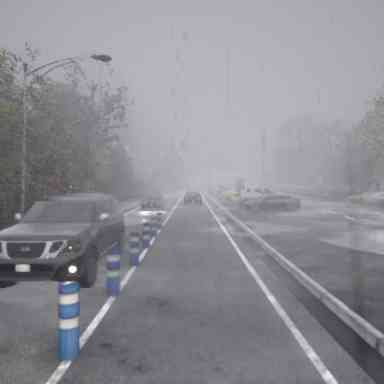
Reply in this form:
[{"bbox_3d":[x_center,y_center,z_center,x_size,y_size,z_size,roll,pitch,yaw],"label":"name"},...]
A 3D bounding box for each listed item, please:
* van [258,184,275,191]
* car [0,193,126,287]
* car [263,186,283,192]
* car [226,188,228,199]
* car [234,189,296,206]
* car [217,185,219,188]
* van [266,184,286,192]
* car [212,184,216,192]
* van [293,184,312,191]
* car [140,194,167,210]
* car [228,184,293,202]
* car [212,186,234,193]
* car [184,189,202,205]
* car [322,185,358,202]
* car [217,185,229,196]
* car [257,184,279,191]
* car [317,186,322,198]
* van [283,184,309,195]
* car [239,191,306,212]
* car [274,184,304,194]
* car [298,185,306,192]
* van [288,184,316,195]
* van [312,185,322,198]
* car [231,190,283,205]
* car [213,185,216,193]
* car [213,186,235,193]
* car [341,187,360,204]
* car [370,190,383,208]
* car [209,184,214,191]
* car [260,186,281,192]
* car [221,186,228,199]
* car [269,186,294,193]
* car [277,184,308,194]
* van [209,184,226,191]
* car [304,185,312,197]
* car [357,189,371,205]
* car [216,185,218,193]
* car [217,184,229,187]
[{"bbox_3d":[20.547,-1.248,92.068,4.442,1.987,1.878,0,2,0],"label":"van"},{"bbox_3d":[-3.348,1.091,9.346,2.150,2.045,5.566,0,1,0],"label":"car"},{"bbox_3d":[20.356,-0.757,83.643,4.674,1.452,2.002,0,2,0],"label":"car"},{"bbox_3d":[6.906,0.499,39.488,4.892,1.521,2.231,0,2,0],"label":"car"},{"bbox_3d":[6.834,0.793,31.164,5.008,1.535,2.097,0,2,0],"label":"car"},{"bbox_3d":[7.013,0.028,53.348,4.892,1.521,2.231,0,2,0],"label":"car"},{"bbox_3d":[20.452,-0.953,80.992,4.442,1.987,1.878,0,2,0],"label":"van"},{"bbox_3d":[7.132,-0.397,70.000,4.792,1.488,2.163,0,2,0],"label":"car"},{"bbox_3d":[20.013,-0.280,55.930,4.442,1.987,1.878,0,2,0],"label":"van"},{"bbox_3d":[-3.330,0.832,29.356,1.994,1.385,4.181,0,2,0],"label":"car"},{"bbox_3d":[6.881,0.443,33.929,5.566,2.045,2.435,0,2,0],"label":"car"},{"bbox_3d":[7.226,-0.647,78.325,4.892,1.521,2.231,0,2,0],"label":"car"},{"bbox_3d":[0.115,0.646,36.657,1.895,1.301,4.718,0,2,0],"label":"car"},{"bbox_3d":[20.031,0.146,42.109,5.566,2.045,2.435,0,2,0],"label":"car"},{"bbox_3d":[6.787,0.199,47.932,5.366,1.575,1.946,0,2,0],"label":"car"},{"bbox_3d":[20.379,-1.200,89.299,5.566,2.045,2.435,0,2,0],"label":"car"},{"bbox_3d":[19.998,0.328,44.887,4.792,1.488,2.163,0,2,0],"label":"car"},{"bbox_3d":[20.075,-0.506,64.253,4.442,1.987,1.878,0,2,1],"label":"van"},{"bbox_3d":[6.776,0.921,28.391,4.792,1.488,2.163,0,2,0],"label":"car"},{"bbox_3d":[20.212,-0.679,69.790,5.566,2.045,2.435,0,2,0],"label":"car"},{"bbox_3d":[20.127,0.054,53.186,4.792,1.488,2.163,0,2,1],"label":"car"},{"bbox_3d":[20.285,-0.432,61.482,4.442,1.987,1.878,0,2,1],"label":"van"},{"bbox_3d":[20.168,-0.027,47.769,4.442,1.987,1.878,0,2,0],"label":"van"},{"bbox_3d":[7.062,0.593,36.711,5.366,1.575,1.946,0,2,0],"label":"car"},{"bbox_3d":[7.085,-0.248,64.450,4.792,1.488,2.163,0,2,0],"label":"car"},{"bbox_3d":[7.215,-0.573,75.549,4.892,1.521,2.231,0,2,0],"label":"car"},{"bbox_3d":[19.770,0.590,36.584,5.366,1.575,1.946,0,2,1],"label":"car"},{"bbox_3d":[19.879,0.819,31.047,4.792,1.488,2.163,0,2,1],"label":"car"},{"bbox_3d":[7.000,-0.503,72.776,5.366,1.575,1.946,0,2,0],"label":"car"},{"bbox_3d":[20.377,-0.872,86.412,5.008,1.535,2.097,0,2,1],"label":"car"},{"bbox_3d":[6.738,0.397,42.263,5.366,1.575,1.946,0,2,0],"label":"car"},{"bbox_3d":[20.282,-0.576,75.335,5.008,1.535,2.097,0,2,1],"label":"car"},{"bbox_3d":[20.188,-0.605,67.020,5.566,2.045,2.435,0,2,0],"label":"car"},{"bbox_3d":[7.258,-1.319,94.970,4.442,1.987,1.878,0,2,0],"label":"van"},{"bbox_3d":[20.104,0.136,50.548,4.792,1.488,2.163,0,2,1],"label":"car"},{"bbox_3d":[19.929,0.731,33.815,4.674,1.452,2.002,0,2,1],"label":"car"},{"bbox_3d":[7.096,-0.100,58.899,4.792,1.488,2.163,0,2,1],"label":"car"},{"bbox_3d":[7.074,-0.179,56.123,4.553,1.767,2.185,0,2,0],"label":"car"}]
